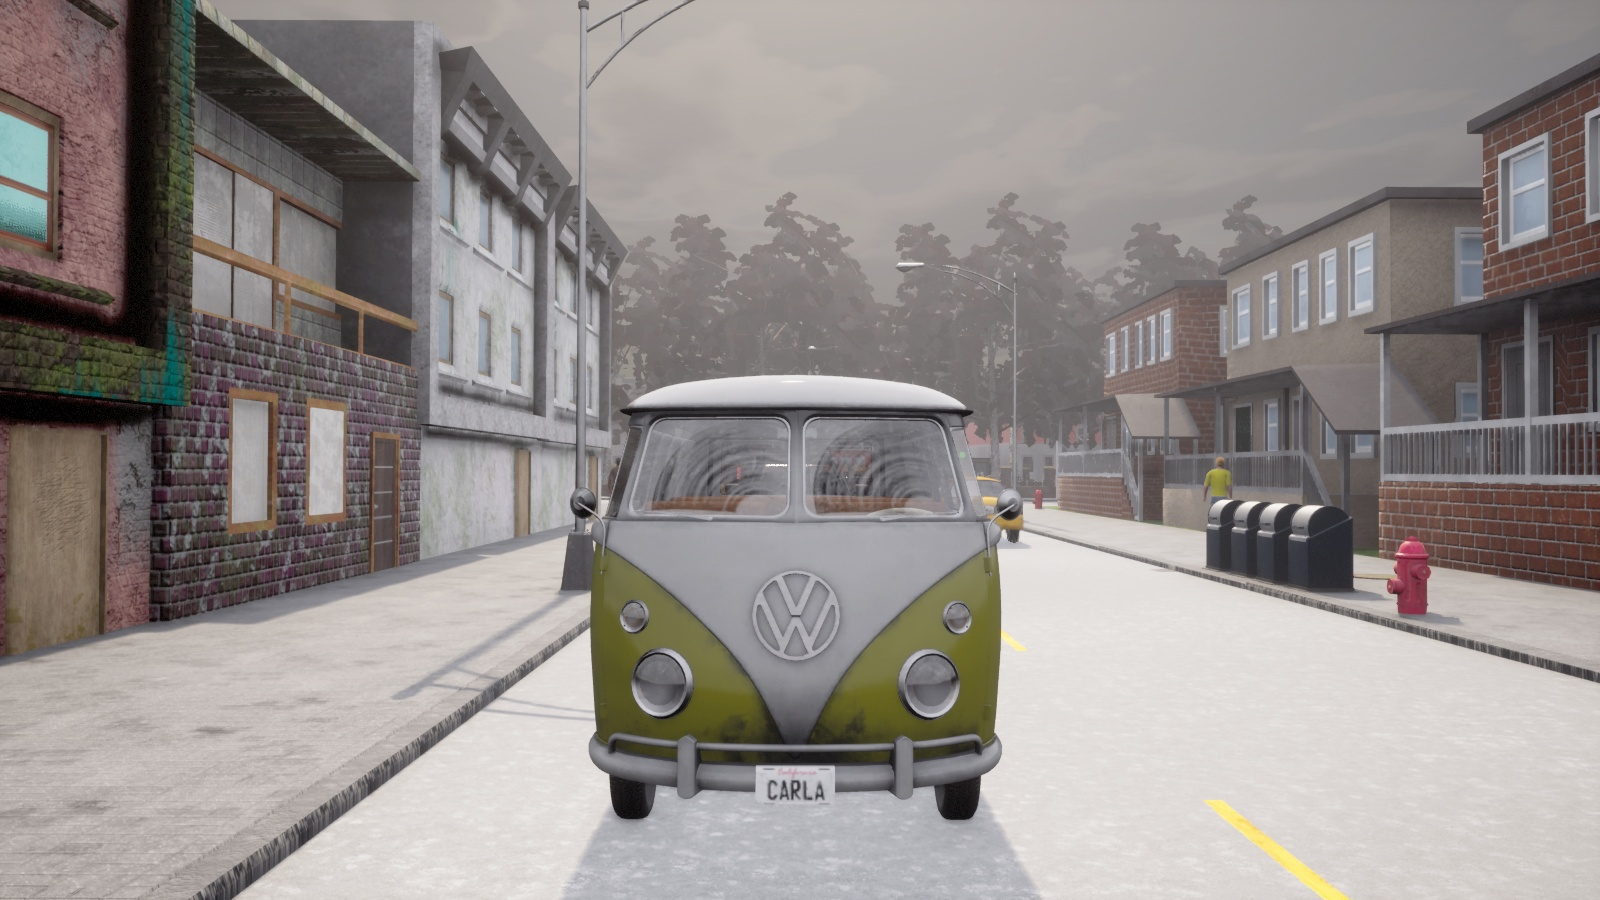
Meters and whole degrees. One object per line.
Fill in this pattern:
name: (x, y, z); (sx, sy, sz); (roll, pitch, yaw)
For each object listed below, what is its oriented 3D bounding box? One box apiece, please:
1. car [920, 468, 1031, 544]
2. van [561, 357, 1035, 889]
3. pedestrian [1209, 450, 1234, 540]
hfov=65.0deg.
car: (3.936, 1.224, 29.032); (1.801, 1.575, 5.366); (0, -1, 0)
van: (-0.016, 0.684, 6.936); (1.775, 1.987, 4.442); (0, -1, 0)
pedestrian: (8.797, 0.928, 26.194); (0.354, 1.836, 0.706); (-1, -1, 28)
